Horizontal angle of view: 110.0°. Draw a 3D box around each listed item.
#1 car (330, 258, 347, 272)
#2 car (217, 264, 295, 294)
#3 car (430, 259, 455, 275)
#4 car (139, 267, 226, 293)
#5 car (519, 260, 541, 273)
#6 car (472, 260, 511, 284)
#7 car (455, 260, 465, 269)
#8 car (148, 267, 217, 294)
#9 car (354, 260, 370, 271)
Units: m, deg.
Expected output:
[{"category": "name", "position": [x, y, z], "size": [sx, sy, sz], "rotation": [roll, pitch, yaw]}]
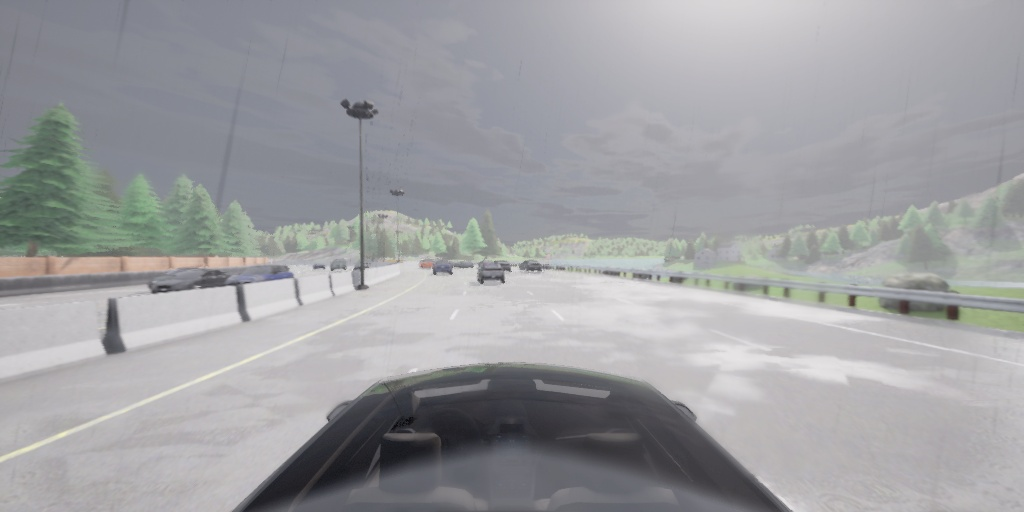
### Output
[{"category": "car", "position": [-27.585, 1.423, 57.255], "size": [2.150, 2.045, 5.566], "rotation": [-1, 1, -21]}, {"category": "car", "position": [-15.372, 1.342, 22.156], "size": [2.097, 1.767, 4.553], "rotation": [-1, 0, -7]}, {"category": "car", "position": [-8.415, 1.256, 43.027], "size": [2.097, 1.767, 4.553], "rotation": [-1, 0, -14]}, {"category": "car", "position": [-22.863, 1.595, 25.245], "size": [2.128, 1.511, 4.902], "rotation": [-1, 0, -9]}, {"category": "car", "position": [2.178, 1.252, 44.119], "size": [1.837, 1.490, 4.892], "rotation": [0, 0, -14]}, {"category": "car", "position": [-1.728, 1.286, 27.969], "size": [2.128, 1.511, 4.902], "rotation": [-1, 0, -9]}, {"category": "car", "position": [-10.112, 1.543, 62.222], "size": [1.895, 1.301, 4.718], "rotation": [-1, 0, -22]}, {"category": "car", "position": [-18.804, 1.546, 21.459], "size": [1.837, 1.490, 4.892], "rotation": [-1, 0, -7]}, {"category": "car", "position": [-23.400, 1.486, 56.043], "size": [2.097, 1.767, 4.553], "rotation": [-1, 0, -19]}]
